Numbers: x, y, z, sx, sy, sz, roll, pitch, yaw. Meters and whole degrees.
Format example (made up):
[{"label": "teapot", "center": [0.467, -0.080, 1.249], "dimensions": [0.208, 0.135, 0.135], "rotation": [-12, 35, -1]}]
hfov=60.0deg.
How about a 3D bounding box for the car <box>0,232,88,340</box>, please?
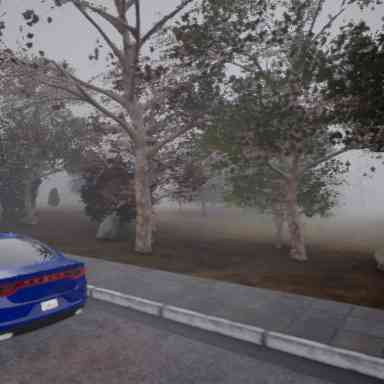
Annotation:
[{"label": "car", "center": [-4.094, 1.497, 6.304], "dimensions": [5.008, 1.535, 1.882], "rotation": [0, 0, 36]}]
